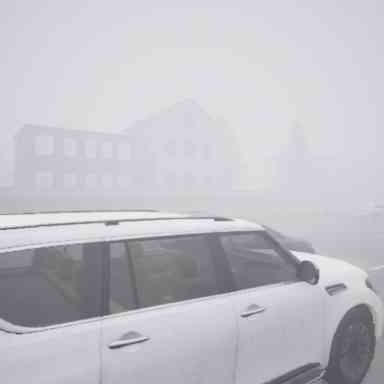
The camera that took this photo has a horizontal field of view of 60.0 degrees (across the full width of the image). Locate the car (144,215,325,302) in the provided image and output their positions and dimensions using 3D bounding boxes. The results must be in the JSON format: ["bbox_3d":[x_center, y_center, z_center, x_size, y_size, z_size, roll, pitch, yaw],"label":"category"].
[{"bbox_3d":[1.332,1.522,8.995,4.892,1.490,1.837,0,0,-35],"label":"car"}]

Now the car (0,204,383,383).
[{"bbox_3d":[-0.169,1.227,3.625,5.566,2.045,2.150,0,0,-35],"label":"car"}]

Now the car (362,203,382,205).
[{"bbox_3d":[14.701,1.602,27.126,4.674,1.442,1.812,0,0,-36],"label":"car"}]

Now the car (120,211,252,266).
[{"bbox_3d":[-0.100,1.545,12.289,4.674,1.442,1.812,0,0,-36],"label":"car"}]

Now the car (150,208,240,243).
[{"bbox_3d":[0.207,1.592,16.790,4.181,1.385,1.994,0,0,-35],"label":"car"}]
